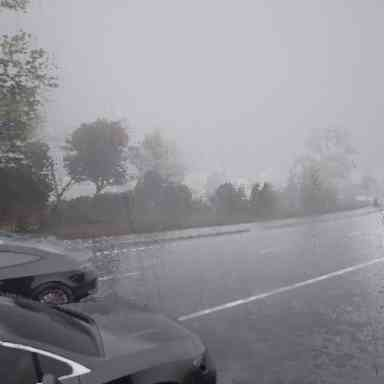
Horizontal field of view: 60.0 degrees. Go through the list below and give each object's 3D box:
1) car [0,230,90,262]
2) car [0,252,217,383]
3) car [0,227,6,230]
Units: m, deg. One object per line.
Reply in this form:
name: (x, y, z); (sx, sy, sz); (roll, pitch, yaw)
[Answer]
car: (-3.948, 1.544, 5.582); (4.674, 1.442, 1.812); (0, 0, -36)
car: (-2.019, 1.514, 2.413); (4.892, 1.490, 1.837); (0, 0, -35)
car: (-6.048, 1.575, 8.336); (5.357, 1.411, 2.033); (0, 0, -36)
